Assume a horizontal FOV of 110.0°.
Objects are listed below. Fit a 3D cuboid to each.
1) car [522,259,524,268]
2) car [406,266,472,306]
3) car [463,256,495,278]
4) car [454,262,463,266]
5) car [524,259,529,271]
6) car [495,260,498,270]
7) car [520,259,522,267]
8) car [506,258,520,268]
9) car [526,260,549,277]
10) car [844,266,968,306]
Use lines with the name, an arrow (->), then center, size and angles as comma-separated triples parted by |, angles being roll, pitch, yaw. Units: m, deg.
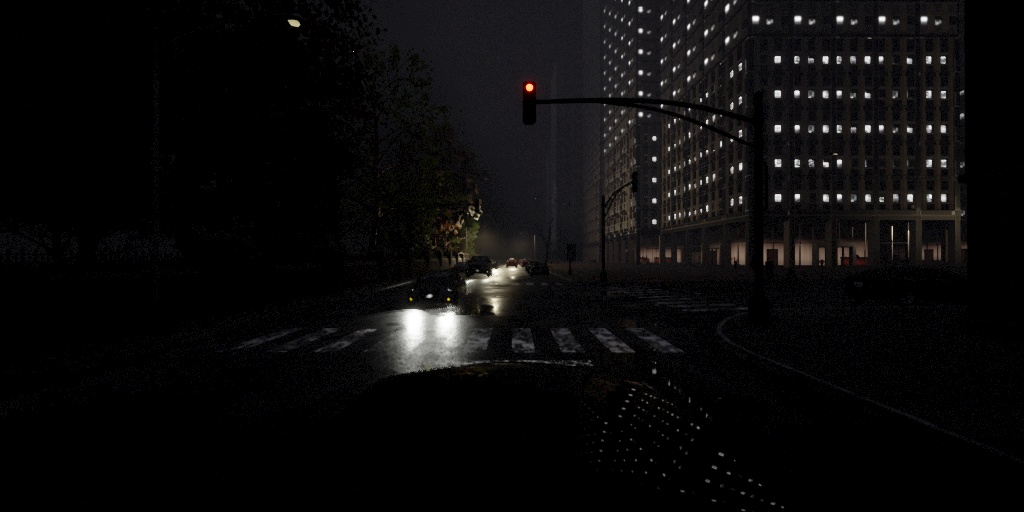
car -> 2.674, 1.339, 46.896 | 1.948, 1.339, 4.313 | 0, 0, 0
car -> -3.104, 1.317, 15.501 | 1.994, 1.385, 4.181 | 0, 0, 0
car -> -3.111, 0.985, 35.071 | 2.150, 2.045, 5.566 | 0, 0, 0
car -> -5.705, 1.350, 41.261 | 1.802, 1.307, 4.207 | 0, 0, 0
car -> 2.676, 1.334, 41.264 | 1.948, 1.339, 4.313 | 0, 0, 0
car -> -3.109, 1.270, 53.207 | 2.128, 1.511, 4.902 | 0, 0, 0
car -> 2.669, 1.337, 63.794 | 1.888, 1.381, 4.507 | 0, 0, 0
car -> -0.021, 1.267, 62.083 | 1.882, 1.535, 5.008 | 0, 0, 0
car -> 2.677, 1.330, 35.631 | 1.948, 1.339, 4.313 | 0, 0, 0
car -> 14.681, 1.026, 13.052 | 4.313, 1.339, 1.948 | 0, 0, 0
